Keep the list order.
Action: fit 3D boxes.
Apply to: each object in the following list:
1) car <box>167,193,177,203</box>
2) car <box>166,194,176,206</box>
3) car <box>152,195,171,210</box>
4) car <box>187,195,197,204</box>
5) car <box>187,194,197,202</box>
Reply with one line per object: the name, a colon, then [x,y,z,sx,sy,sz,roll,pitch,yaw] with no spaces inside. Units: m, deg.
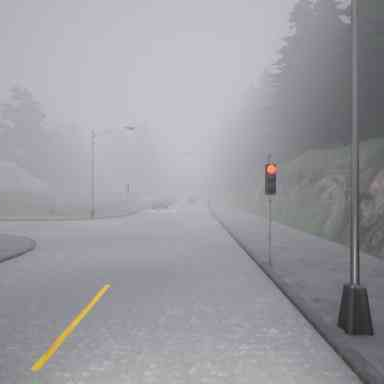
car: [-4.086,1.221,64.426,2.150,2.045,5.566,0,0,0]
car: [-4.128,1.478,53.746,1.882,1.535,5.008,0,0,0]
car: [-4.115,1.526,43.455,1.812,1.442,4.674,0,0,0]
car: [0.056,1.478,63.492,1.882,1.535,5.008,0,0,0]
car: [-0.049,1.355,73.585,2.097,1.767,4.553,0,0,0]
